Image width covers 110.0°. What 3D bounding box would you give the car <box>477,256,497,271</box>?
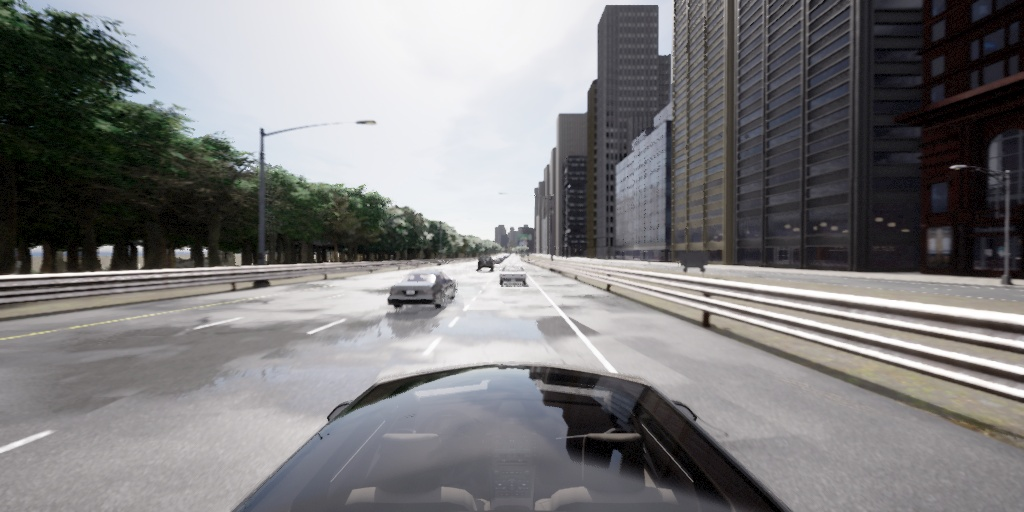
[{"bbox_3d":[-3.643,1.042,50.358,2.150,2.045,5.566,0,0,0],"label":"car"}]

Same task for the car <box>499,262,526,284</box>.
[{"bbox_3d":[0.060,1.376,27.020,1.895,1.301,4.718,0,0,0],"label":"car"}]

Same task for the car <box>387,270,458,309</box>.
[{"bbox_3d":[-3.514,1.307,14.922,2.033,1.411,5.357,0,0,0],"label":"car"}]
